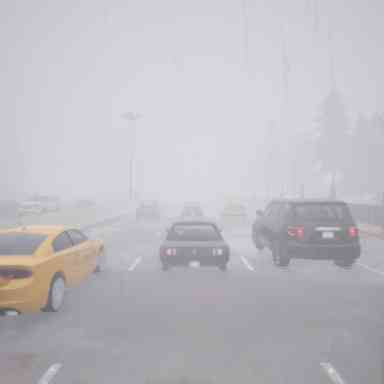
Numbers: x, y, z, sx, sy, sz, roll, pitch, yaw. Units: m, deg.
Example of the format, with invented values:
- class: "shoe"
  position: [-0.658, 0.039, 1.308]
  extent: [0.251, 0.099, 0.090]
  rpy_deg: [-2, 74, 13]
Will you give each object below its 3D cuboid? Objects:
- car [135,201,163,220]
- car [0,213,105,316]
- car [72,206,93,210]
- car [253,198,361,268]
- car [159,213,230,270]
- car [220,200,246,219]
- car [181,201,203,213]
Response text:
- class: "car"
  position: [-3.478, 1.501, 27.661]
  extent: [2.128, 1.511, 4.902]
  rpy_deg: [0, 0, 0]
- class: "car"
  position: [-3.437, 1.483, 7.656]
  extent: [1.882, 1.535, 5.008]
  rpy_deg: [0, 0, 0]
- class: "car"
  position: [-10.735, 1.524, 33.345]
  extent: [1.837, 1.490, 4.892]
  rpy_deg: [0, 0, -1]
- class: "car"
  position: [3.566, 1.219, 11.407]
  extent: [2.150, 2.045, 5.566]
  rpy_deg: [0, 0, 0]
- class: "car"
  position: [0.066, 1.603, 10.960]
  extent: [1.895, 1.301, 4.718]
  rpy_deg: [0, 0, 0]
- class: "car"
  position: [3.520, 1.479, 29.240]
  extent: [1.882, 1.535, 5.008]
  rpy_deg: [0, 0, 0]
- class: "car"
  position: [0.011, 1.531, 28.695]
  extent: [1.812, 1.442, 4.674]
  rpy_deg: [0, 0, 0]
